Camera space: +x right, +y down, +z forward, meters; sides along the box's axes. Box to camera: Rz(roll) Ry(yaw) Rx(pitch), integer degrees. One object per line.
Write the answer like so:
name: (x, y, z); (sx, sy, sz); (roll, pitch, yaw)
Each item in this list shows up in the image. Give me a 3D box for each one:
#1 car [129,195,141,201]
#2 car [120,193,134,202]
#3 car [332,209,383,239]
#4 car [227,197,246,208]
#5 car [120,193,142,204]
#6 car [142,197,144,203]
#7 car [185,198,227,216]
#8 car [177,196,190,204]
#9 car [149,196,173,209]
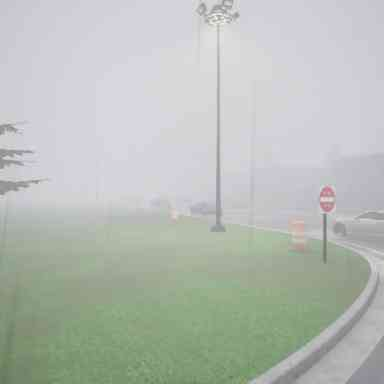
car: (-15.072, 1.595, 87.609); (1.895, 1.301, 4.718); (0, 0, -23)
car: (-15.820, 1.225, 80.552); (2.150, 2.045, 5.566); (0, 0, -23)
car: (8.772, 1.525, 15.451); (1.812, 1.442, 4.674); (0, 0, -23)
car: (5.956, 1.478, 48.264); (1.882, 1.535, 5.008); (0, 0, -23)
car: (-11.400, 1.491, 61.856); (2.128, 1.511, 4.902); (0, 0, -23)
car: (-11.685, 1.478, 71.039); (1.882, 1.535, 5.008); (0, 0, -23)
car: (1.302, 1.563, 32.633); (1.994, 1.385, 4.181); (0, 0, -23)
car: (-1.608, 1.505, 65.416); (1.837, 1.490, 4.892); (0, 0, -23)
car: (-4.472, 1.493, 45.916); (2.128, 1.511, 4.902); (0, 0, -23)
